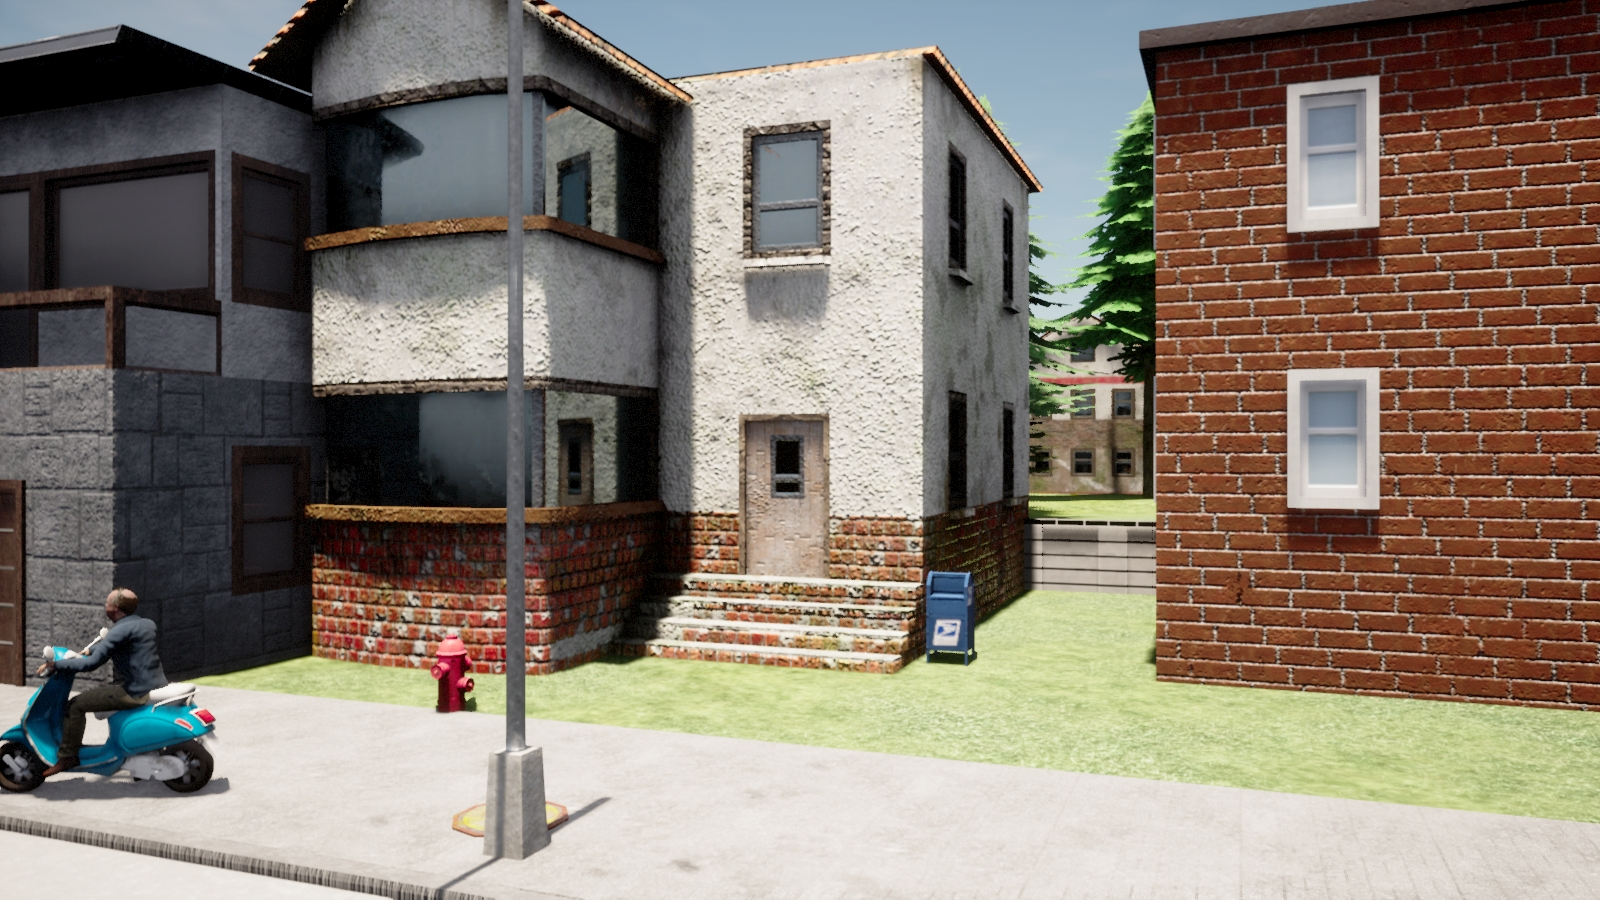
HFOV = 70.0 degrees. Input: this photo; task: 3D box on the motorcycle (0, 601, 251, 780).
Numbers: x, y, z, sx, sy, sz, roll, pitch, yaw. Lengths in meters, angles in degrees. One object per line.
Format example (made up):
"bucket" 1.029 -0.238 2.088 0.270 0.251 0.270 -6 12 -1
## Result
"motorcycle" -5.442 1.864 9.019 1.805 1.236 0.856 0 0 1
